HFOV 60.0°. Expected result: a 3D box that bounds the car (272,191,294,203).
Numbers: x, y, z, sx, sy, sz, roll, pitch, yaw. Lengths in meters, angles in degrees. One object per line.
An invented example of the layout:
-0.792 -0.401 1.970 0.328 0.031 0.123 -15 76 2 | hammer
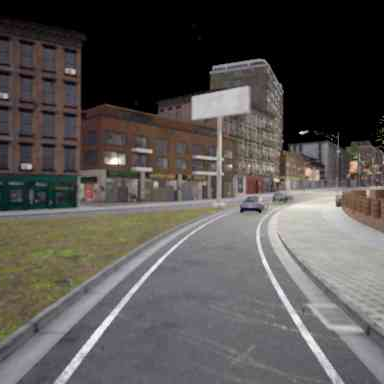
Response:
11.780 0.612 42.901 2.128 1.511 4.902 0 2 30 | car

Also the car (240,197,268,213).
5.641 1.092 29.943 1.994 1.385 4.181 0 2 21 | car
